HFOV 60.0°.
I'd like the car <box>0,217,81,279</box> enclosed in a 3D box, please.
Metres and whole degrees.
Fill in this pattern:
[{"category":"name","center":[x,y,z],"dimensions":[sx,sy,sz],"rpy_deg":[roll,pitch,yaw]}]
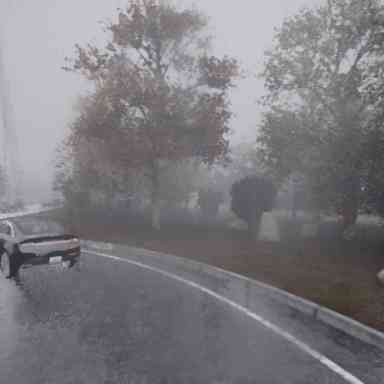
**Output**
[{"category":"car","center":[-5.237,1.551,10.416],"dimensions":[2.128,1.511,4.902],"rpy_deg":[0,0,-44]}]

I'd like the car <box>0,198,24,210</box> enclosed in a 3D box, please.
[{"category":"car","center":[-25.744,1.637,47.374],"dimensions":[2.097,1.767,4.553],"rpy_deg":[-1,0,-9]}]

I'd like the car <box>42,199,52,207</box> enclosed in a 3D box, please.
[{"category":"car","center":[-23.464,1.815,55.584],"dimensions":[2.033,1.411,5.357],"rpy_deg":[-1,0,-9]}]
